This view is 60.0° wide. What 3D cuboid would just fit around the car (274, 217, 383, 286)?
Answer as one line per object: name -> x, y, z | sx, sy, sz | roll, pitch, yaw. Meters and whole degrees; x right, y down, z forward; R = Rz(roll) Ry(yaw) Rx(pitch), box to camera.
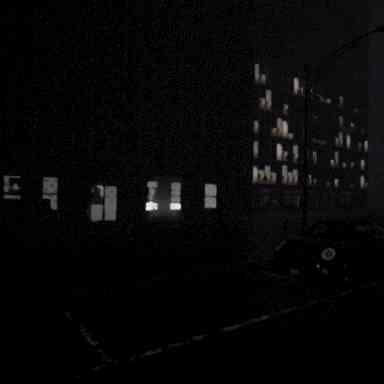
car -> 4.231, 1.501, 9.563 | 4.097, 1.590, 1.967 | 0, 0, -35
